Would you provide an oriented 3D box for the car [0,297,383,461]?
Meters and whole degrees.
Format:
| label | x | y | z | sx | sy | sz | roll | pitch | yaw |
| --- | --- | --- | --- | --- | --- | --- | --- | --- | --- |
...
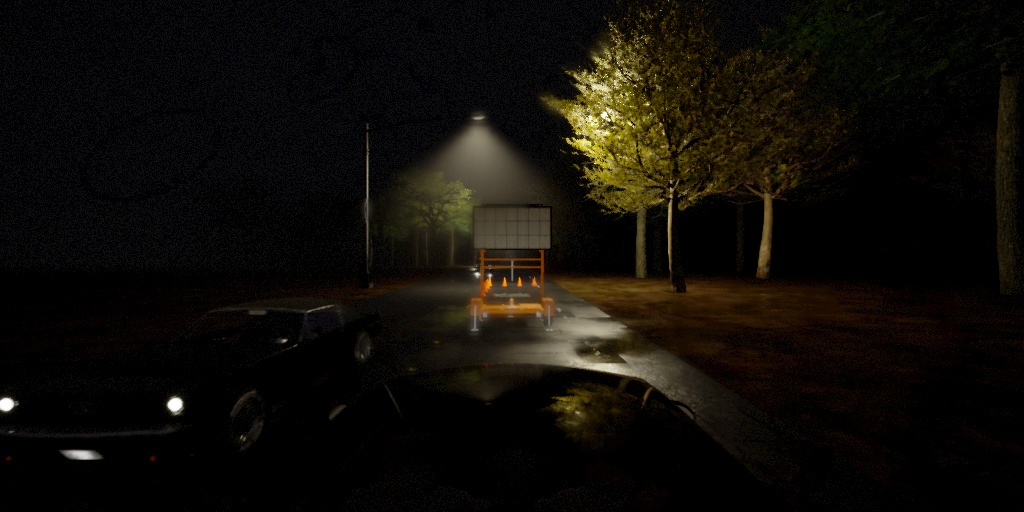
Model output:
| label | x | y | z | sx | sy | sz | roll | pitch | yaw |
| --- | --- | --- | --- | --- | --- | --- | --- | --- | --- |
| car | -3.599 | 1.351 | 5.200 | 1.895 | 1.301 | 4.718 | 0 | 0 | 0 |

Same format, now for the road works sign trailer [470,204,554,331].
| label | x | y | z | sx | sy | sz | roll | pitch | yaw |
| --- | --- | --- | --- | --- | --- | --- | --- | --- | --- |
| road works sign trailer | 0.009 | 0.218 | 11.000 | 2.380 | 3.560 | 2.880 | 0 | 0 | 0 |

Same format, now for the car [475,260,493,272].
| label | x | y | z | sx | sy | sz | roll | pitch | yaw |
| --- | --- | --- | --- | --- | --- | --- | --- | --- | --- |
| car | -3.595 | 1.211 | 46.801 | 2.097 | 1.767 | 4.553 | 0 | 0 | 0 |
